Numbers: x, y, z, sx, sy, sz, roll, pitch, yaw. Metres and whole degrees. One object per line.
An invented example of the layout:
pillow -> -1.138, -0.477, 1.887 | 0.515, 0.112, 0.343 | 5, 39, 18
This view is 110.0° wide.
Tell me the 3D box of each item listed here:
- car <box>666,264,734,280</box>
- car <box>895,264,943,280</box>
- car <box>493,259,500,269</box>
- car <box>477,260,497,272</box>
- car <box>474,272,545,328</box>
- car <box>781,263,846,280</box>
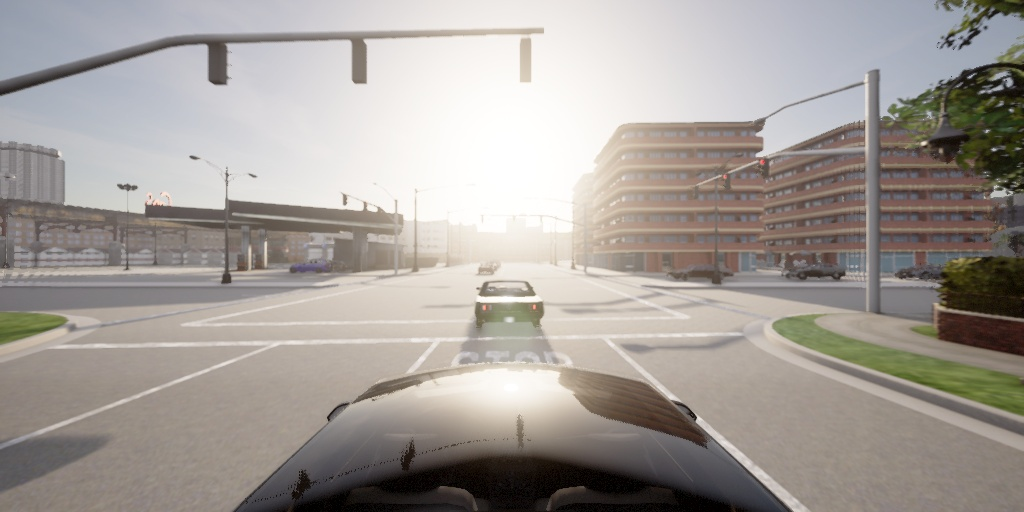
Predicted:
car -> 16.603, 1.396, 31.761 | 5.357, 1.411, 2.033 | 0, 0, 0
car -> 36.558, 1.411, 31.601 | 4.181, 1.385, 1.994 | 0, 0, 0
car -> -3.202, 1.484, 53.173 | 1.994, 1.385, 4.181 | 0, 0, 0
car -> -3.101, 1.488, 43.258 | 1.895, 1.301, 4.718 | 0, 0, -1
car -> -0.231, 1.384, 11.615 | 1.895, 1.301, 4.718 | 0, 0, -4
car -> 26.553, 1.339, 31.680 | 4.902, 1.511, 2.128 | 0, 0, 0
